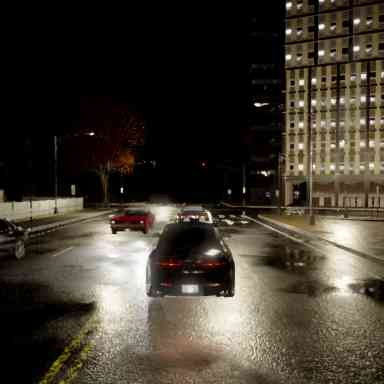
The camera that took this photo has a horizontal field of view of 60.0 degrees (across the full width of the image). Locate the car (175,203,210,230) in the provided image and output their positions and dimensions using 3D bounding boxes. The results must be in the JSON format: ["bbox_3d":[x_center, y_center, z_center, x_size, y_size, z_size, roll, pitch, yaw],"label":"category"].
[{"bbox_3d":[0.039,1.544,22.349,2.033,1.411,5.357,0,0,0],"label":"car"}]

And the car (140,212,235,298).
[{"bbox_3d":[-0.019,1.502,8.499,1.837,1.490,4.892,0,0,0],"label":"car"}]

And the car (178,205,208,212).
[{"bbox_3d":[0.102,1.487,13.323,2.128,1.511,4.902,0,0,0],"label":"car"}]

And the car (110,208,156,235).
[{"bbox_3d":[-3.222,1.597,18.826,1.895,1.301,4.718,0,0,0],"label":"car"}]

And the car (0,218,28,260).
[{"bbox_3d":[-6.560,1.503,9.545,1.837,1.490,4.892,0,0,0],"label":"car"}]
